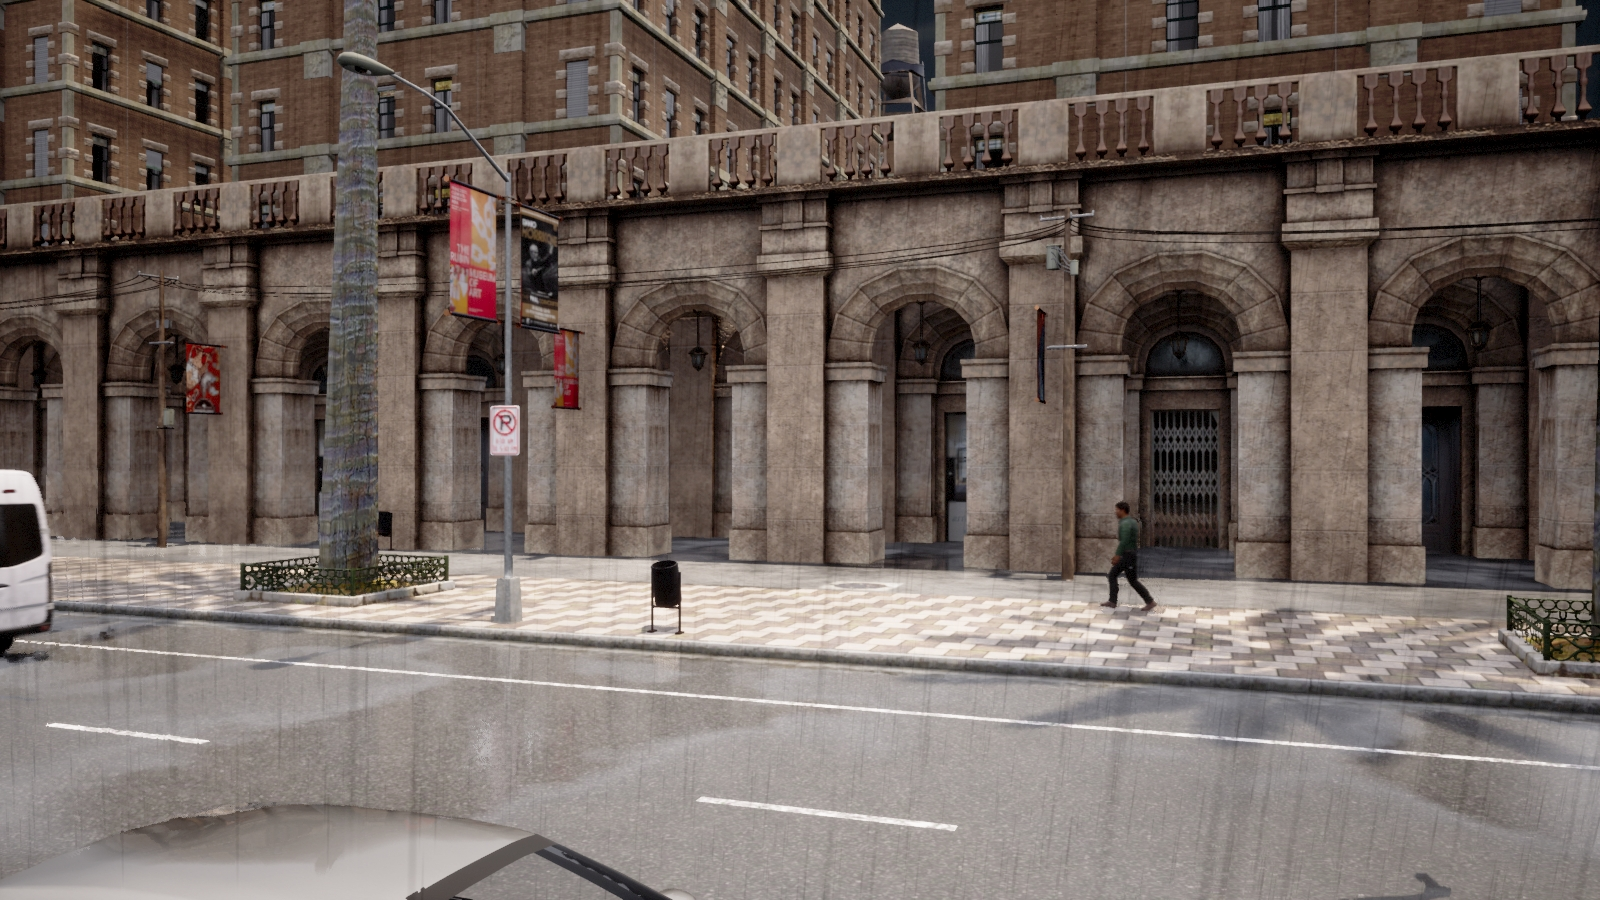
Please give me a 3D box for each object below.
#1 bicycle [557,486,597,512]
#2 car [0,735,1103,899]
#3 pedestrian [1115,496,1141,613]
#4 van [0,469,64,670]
[{"bbox_3d":[-10.123,2.221,51.845,1.835,1.171,0.329,-1,0,20],"label":"bicycle"},{"bbox_3d":[-1.248,2.067,3.754,4.193,1.474,1.816,0,0,20],"label":"car"},{"bbox_3d":[5.373,1.698,18.712,0.375,1.860,0.375,0,0,20],"label":"pedestrian"},{"bbox_3d":[-13.066,1.541,15.527,5.915,2.561,1.988,0,0,20],"label":"van"}]
